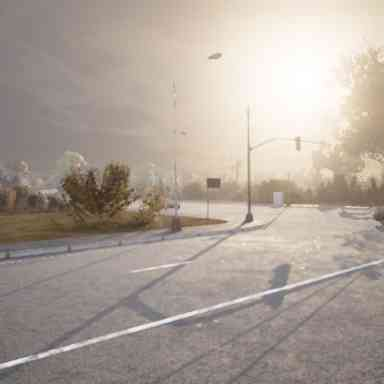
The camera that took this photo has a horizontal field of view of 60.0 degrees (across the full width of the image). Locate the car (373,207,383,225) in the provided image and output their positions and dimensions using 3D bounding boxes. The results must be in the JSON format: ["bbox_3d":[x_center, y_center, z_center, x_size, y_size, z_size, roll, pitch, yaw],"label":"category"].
[{"bbox_3d":[12.211,1.237,17.711,1.812,1.442,4.674,-1,1,-39],"label":"car"}]

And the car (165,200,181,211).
[{"bbox_3d":[-3.029,1.284,36.812,1.994,1.385,4.181,-1,1,-39],"label":"car"}]
